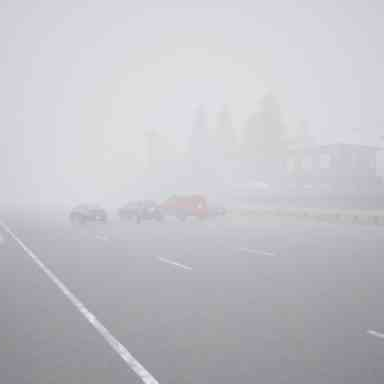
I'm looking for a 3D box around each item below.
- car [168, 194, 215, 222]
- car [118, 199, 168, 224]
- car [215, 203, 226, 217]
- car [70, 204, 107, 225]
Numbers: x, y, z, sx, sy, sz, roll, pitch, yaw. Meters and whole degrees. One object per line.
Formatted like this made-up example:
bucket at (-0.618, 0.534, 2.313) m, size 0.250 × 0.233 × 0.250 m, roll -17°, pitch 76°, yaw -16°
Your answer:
car at (-0.878, 1.223, 27.156) m, size 2.150 × 2.045 × 5.566 m, roll -1°, pitch 0°, yaw -33°
car at (-4.094, 1.388, 25.681) m, size 2.097 × 1.767 × 4.553 m, roll -1°, pitch 0°, yaw -33°
car at (1.251, 1.541, 30.307) m, size 1.994 × 1.385 × 4.181 m, roll -1°, pitch 0°, yaw -33°
car at (-7.780, 1.603, 24.935) m, size 1.812 × 1.442 × 4.674 m, roll -1°, pitch 0°, yaw -33°
